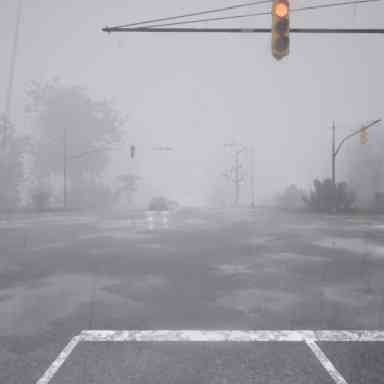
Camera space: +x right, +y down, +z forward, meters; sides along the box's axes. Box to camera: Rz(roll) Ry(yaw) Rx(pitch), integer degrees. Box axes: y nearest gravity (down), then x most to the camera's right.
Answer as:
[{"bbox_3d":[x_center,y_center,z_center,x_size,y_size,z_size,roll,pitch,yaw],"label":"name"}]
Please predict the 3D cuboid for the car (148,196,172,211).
[{"bbox_3d":[-3.500,1.241,35.440,1.837,1.490,4.892,0,0,0],"label":"car"}]

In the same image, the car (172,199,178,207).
[{"bbox_3d":[-3.499,1.971,60.281,1.994,1.385,4.181,0,-2,0],"label":"car"}]
